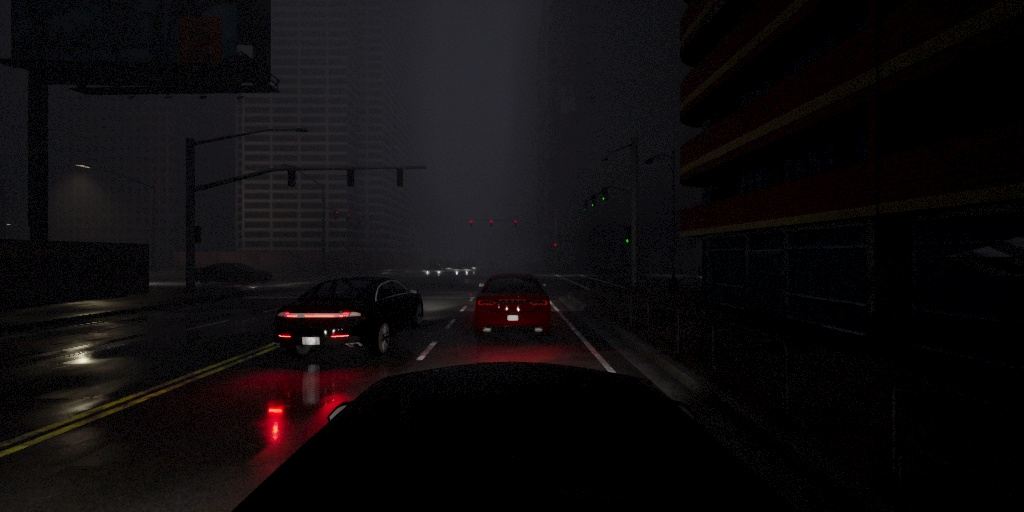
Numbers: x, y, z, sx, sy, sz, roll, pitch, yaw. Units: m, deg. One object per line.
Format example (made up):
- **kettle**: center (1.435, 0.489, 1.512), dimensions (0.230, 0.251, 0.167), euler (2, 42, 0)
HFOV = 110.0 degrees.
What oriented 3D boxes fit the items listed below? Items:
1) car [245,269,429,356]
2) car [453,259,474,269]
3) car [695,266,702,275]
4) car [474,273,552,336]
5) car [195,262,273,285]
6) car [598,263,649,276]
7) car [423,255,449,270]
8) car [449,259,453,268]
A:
- **car**: center (-3.475, 1.242, 8.573), dimensions (2.128, 1.511, 4.902), euler (0, 0, -1)
- **car**: center (-7.477, 1.255, 55.636), dimensions (1.837, 1.490, 4.892), euler (0, 0, 0)
- **car**: center (21.460, 1.228, 36.714), dimensions (5.008, 1.535, 1.882), euler (0, 0, 0)
- **car**: center (0.014, 1.228, 10.461), dimensions (1.882, 1.535, 5.008), euler (0, 0, 0)
- **car**: center (-19.903, 1.228, 25.740), dimensions (5.008, 1.535, 1.882), euler (0, 0, 4)
- **car**: center (11.333, 1.351, 36.766), dimensions (4.718, 1.301, 1.895), euler (0, 0, 2)
- **car**: center (-10.952, 1.102, 51.728), dimensions (2.097, 1.767, 4.553), euler (0, 0, 0)
- **car**: center (-10.998, 1.297, 61.927), dimensions (2.033, 1.411, 5.357), euler (0, 0, 0)
